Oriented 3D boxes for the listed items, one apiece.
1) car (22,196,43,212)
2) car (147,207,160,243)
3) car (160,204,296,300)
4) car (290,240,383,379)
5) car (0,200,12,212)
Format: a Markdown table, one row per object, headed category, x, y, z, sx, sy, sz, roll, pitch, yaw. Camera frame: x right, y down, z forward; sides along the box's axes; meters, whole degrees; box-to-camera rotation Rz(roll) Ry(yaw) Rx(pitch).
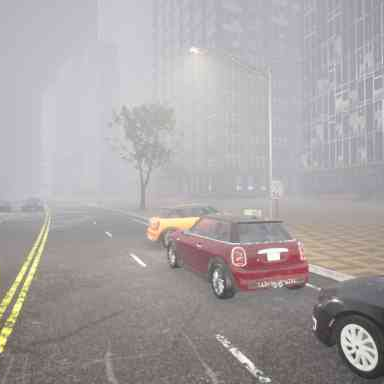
| category | x | y | z | sx | sy | sz | roll | pitch | yaw |
| --- | --- | --- | --- | --- | --- | --- | --- | --- | --- |
| car | -18.816 | 1.393 | 39.379 | 2.097 | 1.767 | 4.553 | 0 | 0 | -24 |
| car | 0.391 | 1.276 | 14.408 | 4.553 | 1.767 | 2.097 | -3 | 1 | -18 |
| car | 0.887 | 1.355 | 8.831 | 2.097 | 1.767 | 4.553 | 0 | 0 | -22 |
| car | 3.620 | 1.505 | 3.359 | 1.837 | 1.490 | 4.892 | 0 | 0 | -35 |
| car | -21.773 | 1.602 | 38.030 | 1.994 | 1.385 | 4.181 | 0 | 0 | -24 |
